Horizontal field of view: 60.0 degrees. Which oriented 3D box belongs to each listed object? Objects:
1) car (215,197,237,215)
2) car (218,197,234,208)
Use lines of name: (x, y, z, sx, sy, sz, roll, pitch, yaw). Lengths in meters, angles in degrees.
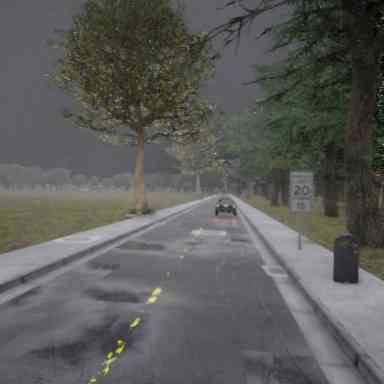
car: (3.506, 1.386, 34.333, 2.097, 1.767, 4.553, 2, 0, 6)
car: (5.137, 1.527, 50.238, 2.128, 1.511, 4.902, 2, 0, 6)
